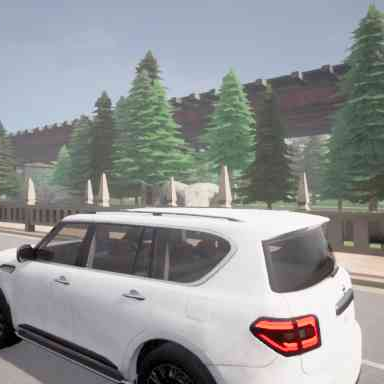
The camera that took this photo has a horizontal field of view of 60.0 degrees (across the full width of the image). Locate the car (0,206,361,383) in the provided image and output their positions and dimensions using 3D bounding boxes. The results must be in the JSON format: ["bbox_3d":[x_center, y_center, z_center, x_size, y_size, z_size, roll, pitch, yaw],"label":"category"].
[{"bbox_3d":[-0.790,1.221,4.574,5.566,2.045,2.150,0,0,36],"label":"car"}]
